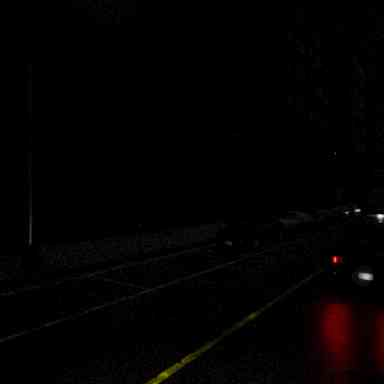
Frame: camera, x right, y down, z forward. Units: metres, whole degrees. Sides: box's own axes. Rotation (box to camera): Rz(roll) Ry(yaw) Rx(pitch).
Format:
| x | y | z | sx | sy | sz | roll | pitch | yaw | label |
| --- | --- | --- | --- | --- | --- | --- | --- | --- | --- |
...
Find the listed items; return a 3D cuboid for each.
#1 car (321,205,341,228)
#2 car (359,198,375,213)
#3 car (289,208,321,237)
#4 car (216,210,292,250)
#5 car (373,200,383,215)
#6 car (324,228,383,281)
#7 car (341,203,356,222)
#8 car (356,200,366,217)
| x | y | z | sx | sy | sz | roll | pitch | yaw | label |
| --- | --- | --- | --- | --- | --- | --- | --- | --- | --- |
| 9.132 | 1.801 | 24.084 | 1.802 | 1.307 | 4.206 | -1 | -1 | 36 | car |
| 21.846 | 1.641 | 41.610 | 2.192 | 1.841 | 5.009 | -1 | -1 | 36 | car |
| 5.852 | 1.715 | 19.566 | 1.752 | 1.417 | 4.829 | -1 | -1 | 36 | car |
| 2.774 | 1.727 | 15.322 | 1.947 | 1.339 | 4.313 | -1 | -1 | 36 | car |
| 22.662 | 1.830 | 38.277 | 2.033 | 1.411 | 5.357 | -1 | -1 | 36 | car |
| 5.331 | 1.677 | 9.506 | 1.895 | 1.301 | 4.718 | -1 | -1 | 36 | car |
| 12.311 | 1.798 | 28.465 | 2.008 | 1.369 | 4.403 | -1 | -1 | 36 | car |
| 15.490 | 1.824 | 32.846 | 2.008 | 1.369 | 4.403 | -1 | -1 | 36 | car |
